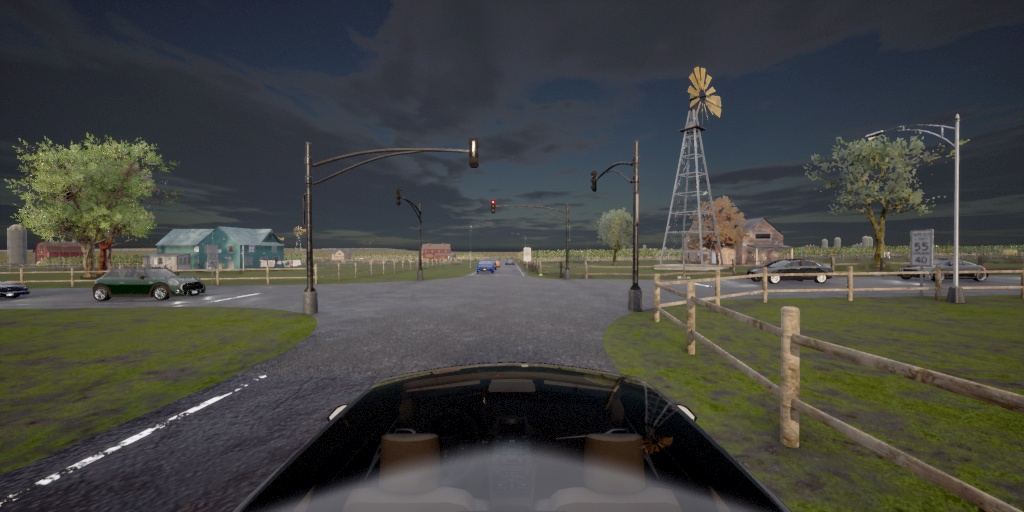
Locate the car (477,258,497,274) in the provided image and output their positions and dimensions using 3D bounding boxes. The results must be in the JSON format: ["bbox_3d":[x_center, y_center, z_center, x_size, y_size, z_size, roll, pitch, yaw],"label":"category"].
[{"bbox_3d":[-3.051,1.222,41.982,1.882,1.535,5.008,0,0,-1],"label":"car"}]

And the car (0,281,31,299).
[{"bbox_3d":[-29.346,1.706,19.059,5.357,1.411,2.033,-1,1,0],"label":"car"}]

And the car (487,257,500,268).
[{"bbox_3d":[-3.170,1.099,61.920,2.097,1.767,4.553,0,0,0],"label":"car"}]

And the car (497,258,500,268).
[{"bbox_3d":[-3.122,1.293,51.886,2.033,1.411,5.357,0,0,-1],"label":"car"}]

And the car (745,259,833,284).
[{"bbox_3d":[17.684,0.957,22.984,4.892,1.490,1.837,-1,1,0],"label":"car"}]

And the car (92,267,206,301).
[{"bbox_3d":[-19.177,1.372,19.108,4.553,1.767,2.097,-1,1,0],"label":"car"}]

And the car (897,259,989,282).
[{"bbox_3d":[27.542,0.885,23.028,4.181,1.385,1.994,-1,1,0],"label":"car"}]
